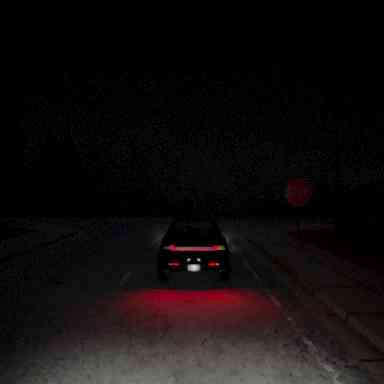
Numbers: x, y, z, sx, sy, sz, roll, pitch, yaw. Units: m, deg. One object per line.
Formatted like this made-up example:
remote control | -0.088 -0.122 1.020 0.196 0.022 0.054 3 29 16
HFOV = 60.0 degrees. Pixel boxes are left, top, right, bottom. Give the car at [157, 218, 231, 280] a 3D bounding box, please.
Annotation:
car | 0.056 1.532 10.034 2.128 1.511 4.902 0 0 0

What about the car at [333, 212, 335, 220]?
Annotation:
car | 12.526 1.565 23.356 4.892 1.490 1.837 0 -1 0
